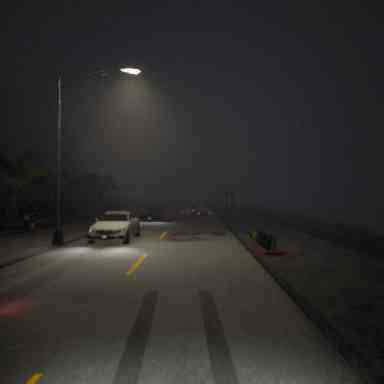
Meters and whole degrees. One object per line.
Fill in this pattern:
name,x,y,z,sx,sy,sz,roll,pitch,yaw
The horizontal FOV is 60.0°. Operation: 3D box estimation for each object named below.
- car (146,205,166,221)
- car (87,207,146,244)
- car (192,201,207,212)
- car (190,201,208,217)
car,-3.508,1.862,30.683,2.033,1.411,5.357,0,-1,1
car,-3.781,1.698,16.845,1.812,1.442,4.674,0,-1,1
car,0.968,2.028,46.707,2.033,1.411,5.357,0,-1,0
car,0.760,1.975,36.275,1.895,1.301,4.718,0,-1,1
